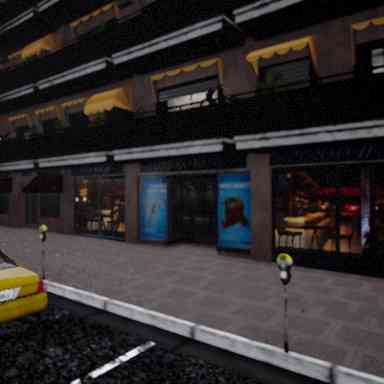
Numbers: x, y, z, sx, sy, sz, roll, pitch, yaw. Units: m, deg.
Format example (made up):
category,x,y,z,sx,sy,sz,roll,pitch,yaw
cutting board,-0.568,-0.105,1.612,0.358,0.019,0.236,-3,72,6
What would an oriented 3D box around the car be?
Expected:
category,x,y,z,sx,sy,sz,roll,pitch,yaw
car,-4.626,1.457,6.190,4.829,1.417,1.752,1,0,36
